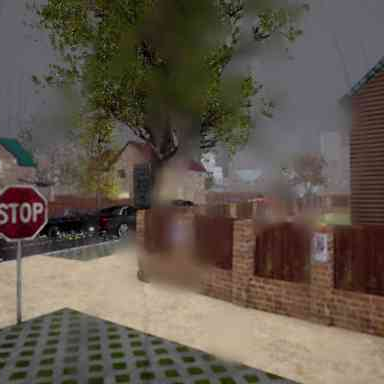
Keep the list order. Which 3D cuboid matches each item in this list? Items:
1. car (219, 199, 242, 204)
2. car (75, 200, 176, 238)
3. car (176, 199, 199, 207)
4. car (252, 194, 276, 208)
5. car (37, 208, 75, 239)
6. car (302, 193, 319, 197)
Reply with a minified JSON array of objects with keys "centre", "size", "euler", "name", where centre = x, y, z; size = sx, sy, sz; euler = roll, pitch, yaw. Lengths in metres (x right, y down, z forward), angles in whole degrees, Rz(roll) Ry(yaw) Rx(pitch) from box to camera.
[{"centre":[3.891,1.373,33.643],"size":[1.895,1.301,4.718],"euler":[-1,0,31],"name":"car"},{"centre":[-3.128,1.360,16.716],"size":[1.837,1.490,4.892],"euler":[-2,0,32],"name":"car"},{"centre":[-1.173,1.346,25.358],"size":[1.837,1.490,4.892],"euler":[-1,0,31],"name":"car"},{"centre":[9.131,1.053,42.165],"size":[2.097,1.767,4.553],"euler":[-1,0,32],"name":"car"},{"centre":[-6.278,1.511,16.934],"size":[1.895,1.301,4.718],"euler":[-1,0,30],"name":"car"},{"centre":[18.696,0.910,52.270],"size":[2.097,1.767,4.553],"euler":[-1,0,31],"name":"car"}]
